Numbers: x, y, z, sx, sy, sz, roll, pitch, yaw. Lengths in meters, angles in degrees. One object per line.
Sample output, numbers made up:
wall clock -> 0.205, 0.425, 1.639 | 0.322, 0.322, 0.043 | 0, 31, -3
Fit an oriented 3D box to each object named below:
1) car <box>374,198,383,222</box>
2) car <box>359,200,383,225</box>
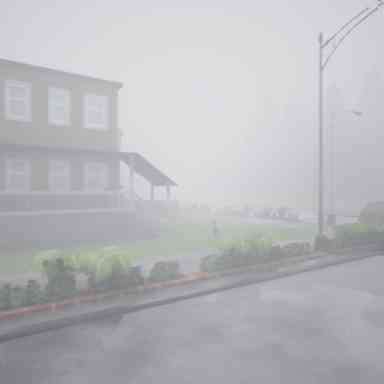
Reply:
car -> 15.714, 1.316, 23.623 | 2.097, 1.767, 4.553 | 0, 0, -27
car -> 12.665, 1.322, 20.161 | 2.097, 1.767, 4.553 | 0, 0, -27
